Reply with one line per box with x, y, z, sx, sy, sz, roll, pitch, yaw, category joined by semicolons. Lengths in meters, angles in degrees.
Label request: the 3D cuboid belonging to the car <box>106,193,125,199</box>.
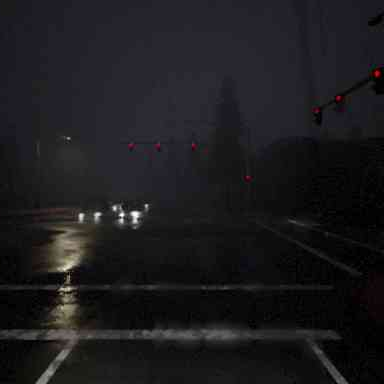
-17.655;0.932;76.886;4.718;1.301;1.895;0;1;43;car

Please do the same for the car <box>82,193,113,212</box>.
-10.255;1.220;35.550;1.882;1.535;5.008;0;1;-1;car

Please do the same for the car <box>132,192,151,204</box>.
-7.877;1.132;51.621;1.837;1.490;4.892;0;0;-12;car

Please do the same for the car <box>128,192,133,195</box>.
-13.521;0.998;66.264;1.882;1.535;5.008;0;0;-31;car

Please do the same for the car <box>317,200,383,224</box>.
11.051;1.340;22.538;4.892;1.490;1.837;-1;0;0;car

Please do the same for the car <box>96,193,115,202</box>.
-17.078;1.032;65.296;2.128;1.511;4.902;0;0;-33;car

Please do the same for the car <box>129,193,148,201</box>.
-11.102;1.001;69.023;1.837;1.490;4.892;0;1;-35;car

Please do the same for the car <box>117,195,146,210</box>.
-6.768;1.327;37.788;1.895;1.301;4.718;0;0;-1;car

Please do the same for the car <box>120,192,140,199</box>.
-14.836;0.804;79.031;4.902;1.511;2.128;0;1;43;car

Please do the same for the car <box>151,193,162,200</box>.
-8.260;1.011;71.062;2.128;1.511;4.902;0;1;-35;car

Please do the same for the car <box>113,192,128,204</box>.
-11.407;1.119;51.510;2.128;1.511;4.902;0;0;-13;car
